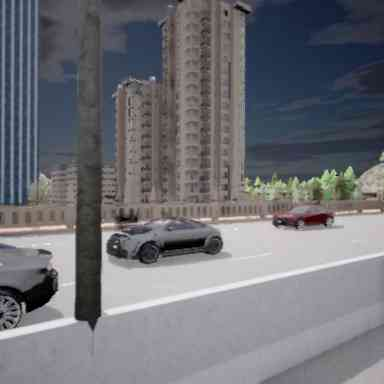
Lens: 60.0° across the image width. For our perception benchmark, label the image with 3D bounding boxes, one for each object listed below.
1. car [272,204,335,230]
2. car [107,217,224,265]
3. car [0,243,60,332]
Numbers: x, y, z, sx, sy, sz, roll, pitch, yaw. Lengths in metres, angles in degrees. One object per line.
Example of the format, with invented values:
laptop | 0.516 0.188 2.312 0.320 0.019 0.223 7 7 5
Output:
car | 7.487 1.605 22.204 5.008 1.535 1.882 1 0 -35
car | -0.867 1.603 11.965 4.181 1.385 1.994 0 0 -35
car | -4.613 1.487 5.003 4.902 1.511 2.128 0 0 -35
